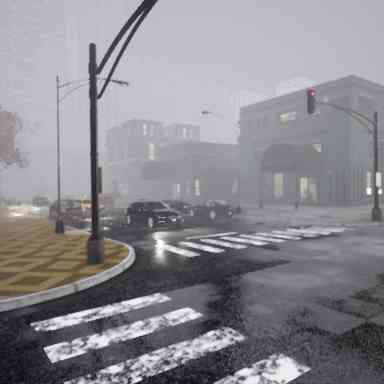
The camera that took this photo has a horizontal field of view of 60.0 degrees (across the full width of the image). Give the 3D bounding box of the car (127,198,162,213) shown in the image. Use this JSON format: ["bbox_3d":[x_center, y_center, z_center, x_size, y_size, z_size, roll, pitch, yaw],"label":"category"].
[{"bbox_3d":[-4.842,1.313,33.790,1.802,1.307,4.206,-1,1,-35],"label":"car"}]

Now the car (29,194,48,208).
[{"bbox_3d":[-21.506,1.390,47.636,1.882,1.535,5.008,-1,0,-34],"label":"car"}]

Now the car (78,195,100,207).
[{"bbox_3d":[-15.029,1.250,48.370,1.967,1.590,4.097,-1,1,-35],"label":"car"}]

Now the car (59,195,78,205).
[{"bbox_3d":[-21.386,1.300,57.470,1.967,1.590,4.097,-1,1,-35],"label":"car"}]

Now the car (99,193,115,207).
[{"bbox_3d":[-11.845,1.100,43.823,2.192,1.841,5.009,-1,1,-35],"label":"car"}]

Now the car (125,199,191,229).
[{"bbox_3d":[-2.359,1.272,19.795,1.837,1.490,4.892,-1,0,-35],"label":"car"}]

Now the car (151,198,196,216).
[{"bbox_3d":[-1.724,1.273,29.284,1.947,1.339,4.313,-1,1,-35],"label":"car"}]

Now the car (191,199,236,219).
[{"bbox_3d":[1.395,1.235,24.775,2.008,1.369,4.403,-1,1,-35],"label":"car"}]

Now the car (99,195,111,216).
[{"bbox_3d":[-9.318,1.297,29.862,1.882,1.535,5.008,-1,1,-35],"label":"car"}]

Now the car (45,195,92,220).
[{"bbox_3d":[-9.432,1.285,25.238,1.967,1.590,4.097,-1,1,-35],"label":"car"}]

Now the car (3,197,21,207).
[{"bbox_3d":[-28.178,1.513,52.560,1.752,1.417,4.829,-1,1,-35],"label":"car"}]

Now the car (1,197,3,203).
[{"bbox_3d":[-37.748,1.629,66.395,1.947,1.339,4.313,-1,1,-35],"label":"car"}]

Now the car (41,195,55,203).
[{"bbox_3d":[-30.956,1.460,71.305,1.752,1.417,4.829,-1,1,-35],"label":"car"}]

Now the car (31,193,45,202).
[{"bbox_3d":[-37.180,1.299,80.293,2.192,1.841,5.009,-1,1,-35],"label":"car"}]

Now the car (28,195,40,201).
[{"bbox_3d":[-40.334,1.560,84.860,2.008,1.369,4.403,-1,1,-35],"label":"car"}]
